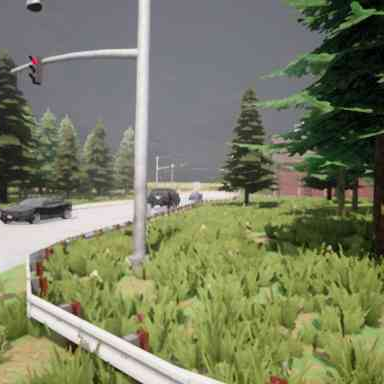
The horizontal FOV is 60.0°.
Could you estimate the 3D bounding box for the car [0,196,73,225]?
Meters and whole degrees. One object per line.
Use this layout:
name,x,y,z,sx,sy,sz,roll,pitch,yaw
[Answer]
car,-9.112,1.005,19.924,1.882,1.535,5.008,2,1,11

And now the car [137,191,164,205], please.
car,-5.133,0.708,41.801,1.882,1.535,5.008,2,1,9

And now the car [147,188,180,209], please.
car,-2.714,0.652,33.961,2.150,2.045,5.566,2,1,10

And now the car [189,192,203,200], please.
car,0.716,0.673,55.561,2.033,1.411,5.357,2,1,9
